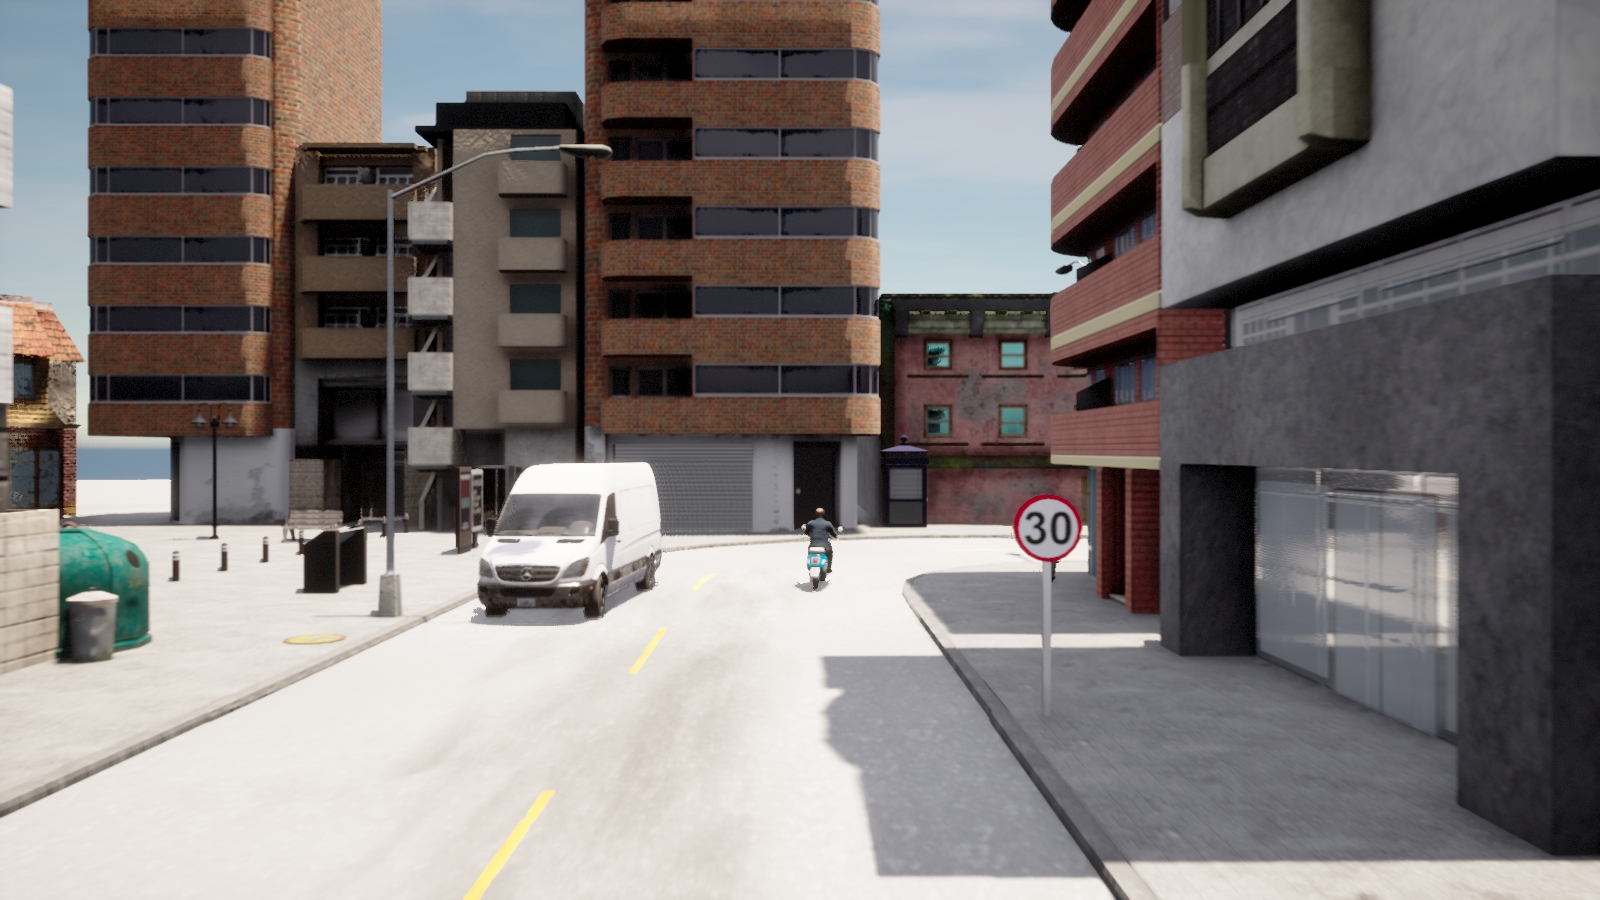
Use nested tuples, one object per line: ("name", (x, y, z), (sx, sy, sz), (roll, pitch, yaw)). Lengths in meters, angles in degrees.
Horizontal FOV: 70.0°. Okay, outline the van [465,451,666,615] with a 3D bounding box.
("van", (-4.070, 1.315, 21.018), (1.988, 2.561, 5.915), (0, 0, 5))
